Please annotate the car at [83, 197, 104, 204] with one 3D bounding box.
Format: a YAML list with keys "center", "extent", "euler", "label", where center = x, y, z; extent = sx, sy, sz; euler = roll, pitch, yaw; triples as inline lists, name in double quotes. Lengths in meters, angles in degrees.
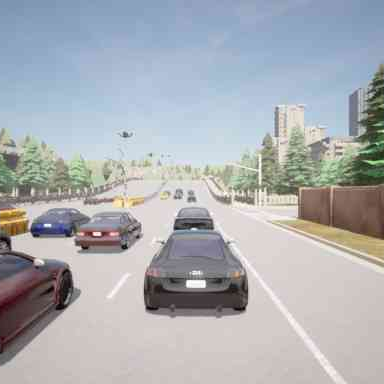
- center: [-17.617, 1.564, 58.642]
  extent: [1.994, 1.385, 4.181]
  euler: [0, 0, 0]
  label: "car"

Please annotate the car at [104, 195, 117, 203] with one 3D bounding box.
- center: [-17.577, 1.594, 68.712]
  extent: [1.895, 1.301, 4.718]
  euler: [0, 0, 0]
  label: "car"

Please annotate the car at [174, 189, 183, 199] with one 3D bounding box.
- center: [-3.692, 0.903, 86.930]
  extent: [2.097, 1.767, 4.553]
  euler: [0, 3, 0]
  label: "car"

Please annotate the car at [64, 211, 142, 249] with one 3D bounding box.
- center: [-3.408, 1.547, 14.412]
  extent: [2.033, 1.411, 5.357]
  euler: [0, 0, 0]
  label: "car"

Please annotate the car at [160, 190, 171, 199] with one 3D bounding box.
- center: [-7.192, 1.024, 86.944]
  extent: [1.882, 1.535, 5.008]
  euler: [0, 3, 0]
  label: "car"

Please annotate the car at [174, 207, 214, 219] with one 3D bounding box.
- center: [0.084, 1.478, 16.770]
  extent: [1.882, 1.535, 5.008]
  euler: [0, 0, 0]
  label: "car"

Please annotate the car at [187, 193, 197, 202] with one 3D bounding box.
- center: [-0.088, 1.491, 73.019]
  extent: [1.837, 1.490, 4.892]
  euler: [0, 1, 0]
  label: "car"

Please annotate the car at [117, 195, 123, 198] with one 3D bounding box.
- center: [-17.640, 1.477, 78.954]
  extent: [1.895, 1.301, 4.718]
  euler: [0, 1, 0]
  label: "car"

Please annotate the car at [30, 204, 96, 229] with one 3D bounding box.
- center: [-6.918, 1.564, 17.972]
  extent: [1.994, 1.385, 4.181]
  euler: [0, 0, 0]
  label: "car"

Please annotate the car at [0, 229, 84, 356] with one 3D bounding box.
- center: [-3.410, 1.564, 5.172]
  extent: [1.994, 1.385, 4.181]
  euler: [0, 0, 0]
  label: "car"

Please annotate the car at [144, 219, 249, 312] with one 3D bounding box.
- center: [0.088, 1.564, 7.780]
  extent: [1.994, 1.385, 4.181]
  euler: [0, 0, 1]
  label: "car"

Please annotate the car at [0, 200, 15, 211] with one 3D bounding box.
- center: [-14.021, 1.351, 22.483]
  extent: [2.097, 1.767, 4.553]
  euler: [0, 0, 5]
  label: "car"
